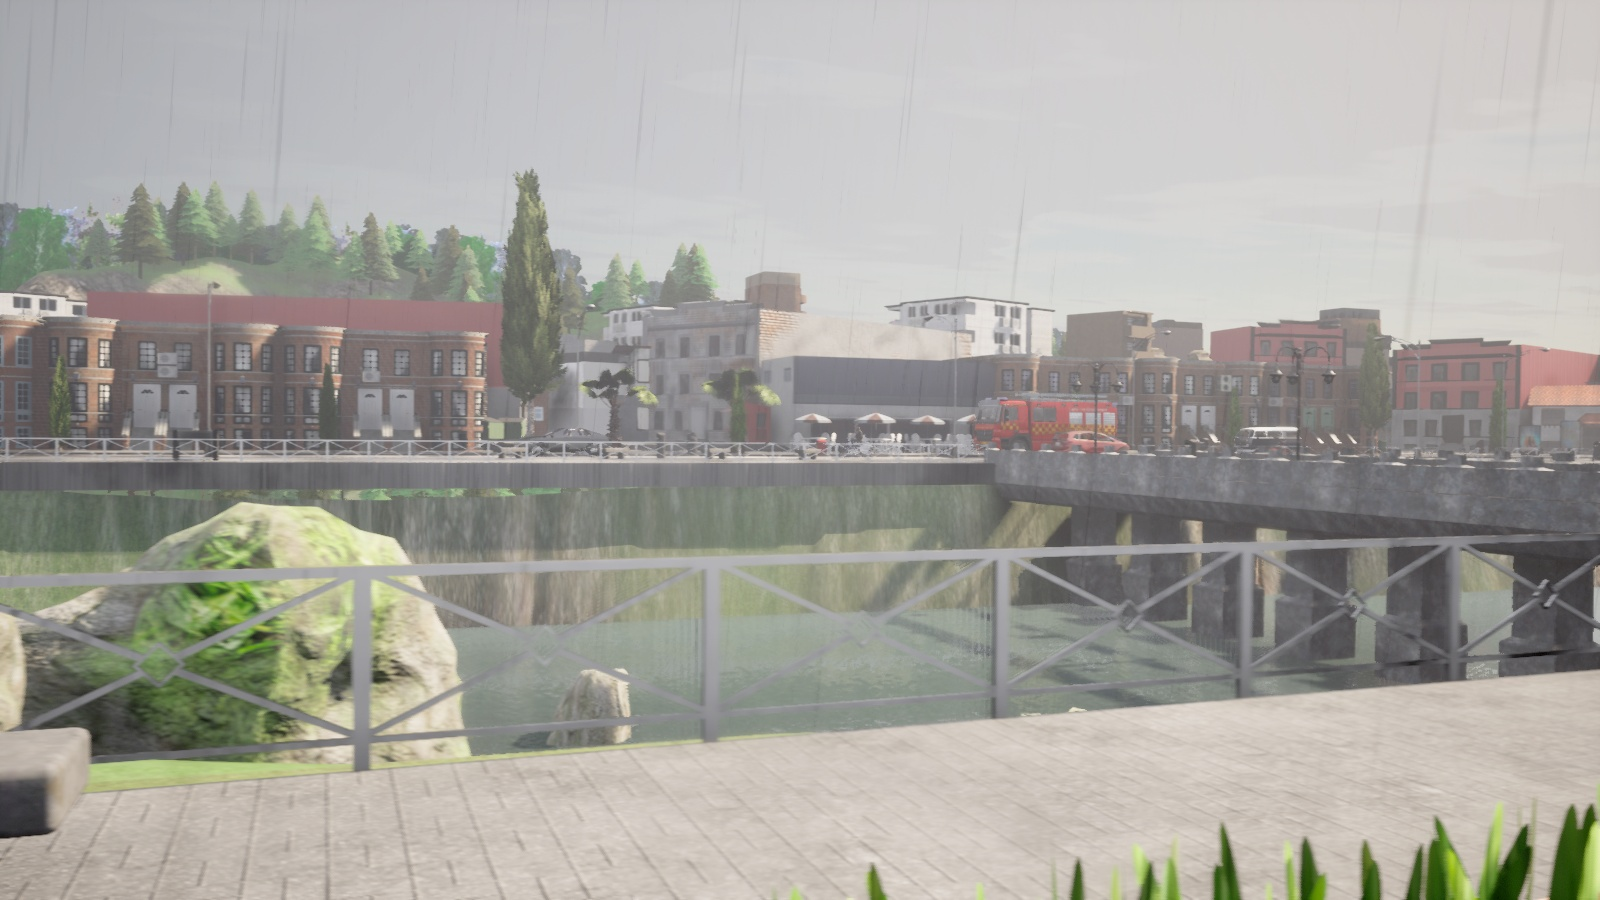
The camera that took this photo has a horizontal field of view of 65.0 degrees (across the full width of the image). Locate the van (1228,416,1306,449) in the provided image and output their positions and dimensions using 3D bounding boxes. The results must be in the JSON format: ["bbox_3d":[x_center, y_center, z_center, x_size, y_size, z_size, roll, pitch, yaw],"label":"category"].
[{"bbox_3d":[30.210,-1.127,81.216,4.480,2.038,2.069,-1,1,-21],"label":"van"}]

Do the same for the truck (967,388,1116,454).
[{"bbox_3d":[14.463,-1.747,75.221,8.468,3.827,2.891,-1,1,-21],"label":"truck"}]

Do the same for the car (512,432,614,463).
[{"bbox_3d":[-12.279,-0.172,65.073,4.902,1.511,2.128,-1,1,-21],"label":"car"}]

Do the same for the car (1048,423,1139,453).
[{"bbox_3d":[16.788,-0.708,71.839,4.611,1.667,2.242,-1,1,-21],"label":"car"}]
